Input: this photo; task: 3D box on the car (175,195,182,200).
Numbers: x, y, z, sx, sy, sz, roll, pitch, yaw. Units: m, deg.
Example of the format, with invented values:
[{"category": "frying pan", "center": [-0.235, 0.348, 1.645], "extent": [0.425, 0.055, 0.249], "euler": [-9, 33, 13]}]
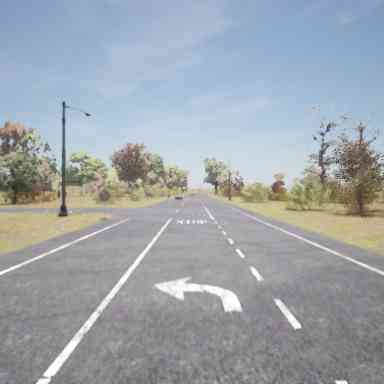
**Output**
[{"category": "car", "center": [-3.405, 1.437, 83.908], "extent": [1.895, 1.301, 4.718], "euler": [0, 0, 0]}]
